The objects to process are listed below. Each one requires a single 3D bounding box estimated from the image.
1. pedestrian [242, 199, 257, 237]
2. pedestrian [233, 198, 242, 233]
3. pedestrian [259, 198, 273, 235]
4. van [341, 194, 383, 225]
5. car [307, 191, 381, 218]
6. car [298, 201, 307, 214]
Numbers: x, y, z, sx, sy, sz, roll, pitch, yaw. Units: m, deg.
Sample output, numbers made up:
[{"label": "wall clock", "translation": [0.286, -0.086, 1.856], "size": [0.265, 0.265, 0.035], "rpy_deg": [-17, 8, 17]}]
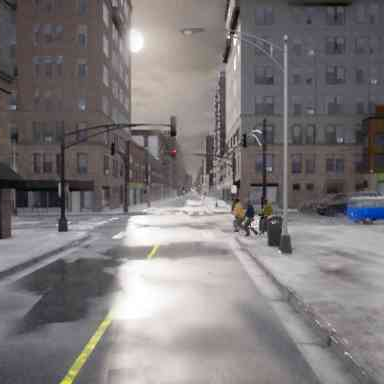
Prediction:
[{"label": "pedestrian", "translation": [2.632, 1.131, 15.289], "size": [0.375, 1.860, 0.375], "rpy_deg": [0, 0, 0]}, {"label": "pedestrian", "translation": [2.379, 1.134, 16.490], "size": [0.375, 1.860, 0.375], "rpy_deg": [0, 0, 0]}, {"label": "pedestrian", "translation": [3.570, 1.133, 15.885], "size": [0.375, 1.860, 0.375], "rpy_deg": [0, 0, 0]}, {"label": "van", "translation": [12.217, 1.194, 21.553], "size": [3.998, 1.788, 1.690], "rpy_deg": [-1, 1, 0]}, {"label": "car", "translation": [12.909, 1.016, 27.426], "size": [5.566, 2.045, 2.150], "rpy_deg": [-2, 0, 0]}, {"label": "car", "translation": [12.237, 1.104, 30.077], "size": [5.009, 1.841, 2.192], "rpy_deg": [-1, 1, 0]}]
